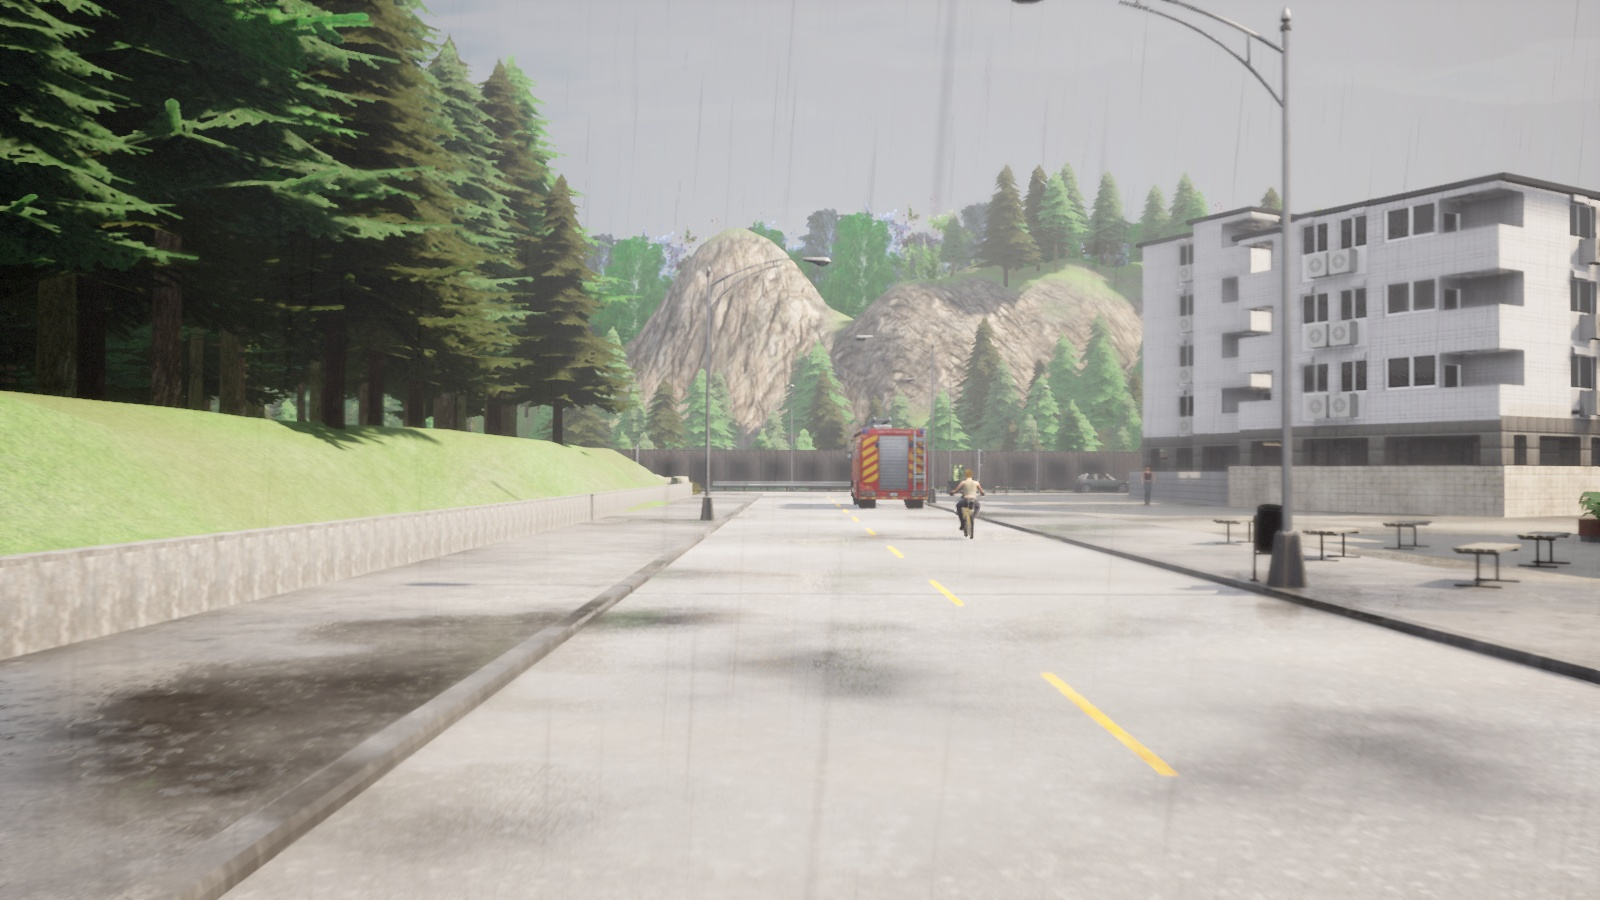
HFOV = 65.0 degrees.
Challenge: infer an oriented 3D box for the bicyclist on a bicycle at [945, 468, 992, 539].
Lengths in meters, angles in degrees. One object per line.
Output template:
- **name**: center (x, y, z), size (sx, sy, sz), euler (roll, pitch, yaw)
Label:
- **bicyclist on a bicycle**: center (3.937, 1.229, 29.469), size (0.866, 1.612, 1.509), euler (0, -1, 0)

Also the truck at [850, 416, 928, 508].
- **truck**: center (3.866, 0.579, 56.439), size (2.891, 3.827, 8.468), euler (0, -1, 0)

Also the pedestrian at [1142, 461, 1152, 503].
- **pedestrian**: center (15.179, 1.382, 54.869), size (0.345, 1.836, 0.594), euler (0, -1, 9)

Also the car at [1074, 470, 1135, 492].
- **car**: center (21.395, 2.173, 88.312), size (3.806, 1.475, 1.970), euler (0, -1, 0)
